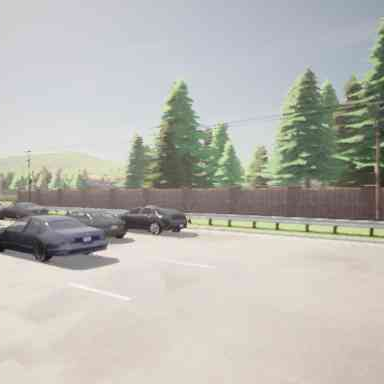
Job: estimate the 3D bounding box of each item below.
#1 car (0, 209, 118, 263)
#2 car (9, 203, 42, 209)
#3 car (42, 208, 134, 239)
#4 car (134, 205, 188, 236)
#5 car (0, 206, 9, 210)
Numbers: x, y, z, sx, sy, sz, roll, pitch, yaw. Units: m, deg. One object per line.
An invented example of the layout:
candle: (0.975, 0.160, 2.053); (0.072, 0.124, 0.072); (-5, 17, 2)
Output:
car: (-5.364, 1.548, 12.051); (5.357, 1.411, 2.033); (0, 0, 36)
car: (-13.529, 1.549, 26.476); (5.357, 1.411, 2.033); (0, 0, 36)
car: (-5.139, 1.563, 16.212); (4.181, 1.385, 1.994); (0, 0, 36)
car: (-2.503, 1.507, 18.625); (4.892, 1.490, 1.837); (0, 0, 36)
car: (-15.538, 1.549, 23.611); (5.357, 1.411, 2.033); (0, 0, 36)
